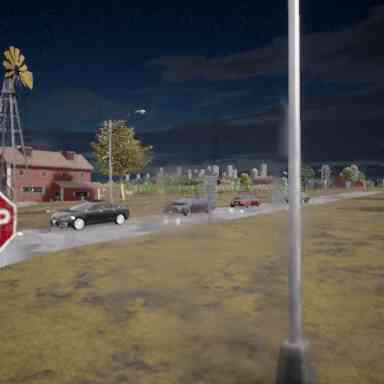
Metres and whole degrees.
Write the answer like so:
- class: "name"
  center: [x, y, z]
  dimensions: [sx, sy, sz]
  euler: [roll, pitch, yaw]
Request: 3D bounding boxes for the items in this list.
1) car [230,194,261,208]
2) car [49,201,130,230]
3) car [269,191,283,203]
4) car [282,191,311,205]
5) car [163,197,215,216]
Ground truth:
- class: "car"
  center: [5.766, 0.958, 35.676]
  dimensions: [1.994, 1.385, 4.181]
  euler: [1, 2, 36]
- class: "car"
  center: [-5.901, 1.299, 19.642]
  dimensions: [1.837, 1.490, 4.892]
  euler: [1, 2, 37]
- class: "car"
  center: [11.767, 0.673, 43.894]
  dimensions: [2.128, 1.511, 4.902]
  euler: [1, 2, 36]
- class: "car"
  center: [13.144, 0.757, 40.844]
  dimensions: [1.837, 1.490, 4.892]
  euler: [1, 2, 36]
- class: "car"
  center: [-0.089, 1.145, 27.608]
  dimensions: [2.033, 1.411, 5.357]
  euler: [1, 2, 36]
